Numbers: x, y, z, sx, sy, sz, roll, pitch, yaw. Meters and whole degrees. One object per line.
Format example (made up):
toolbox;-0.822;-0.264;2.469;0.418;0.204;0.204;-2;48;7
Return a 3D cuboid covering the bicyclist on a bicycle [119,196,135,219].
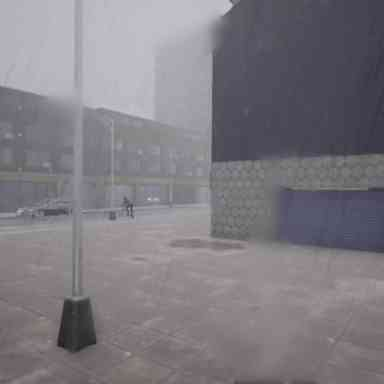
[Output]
bicyclist on a bicycle;-4.786;1.154;24.350;1.656;1.620;0.582;0;0;36

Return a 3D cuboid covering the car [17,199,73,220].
car;-10.940;1.294;25.825;2.128;1.511;4.902;1;0;36
